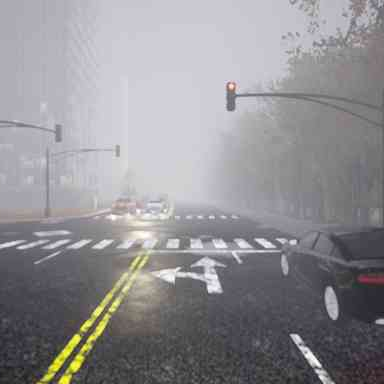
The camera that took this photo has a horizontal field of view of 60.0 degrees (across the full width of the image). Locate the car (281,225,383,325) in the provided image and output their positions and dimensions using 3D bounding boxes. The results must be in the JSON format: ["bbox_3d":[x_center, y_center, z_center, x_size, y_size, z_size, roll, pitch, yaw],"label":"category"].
[{"bbox_3d":[3.323,1.448,7.145,1.882,1.535,5.008,-3,-1,1],"label":"car"}]

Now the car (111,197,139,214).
[{"bbox_3d":[-7.331,1.390,35.966,2.097,1.767,4.553,0,0,-2],"label":"car"}]

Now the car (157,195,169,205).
[{"bbox_3d":[-4.557,1.578,46.565,1.812,1.442,4.674,0,0,-3],"label":"car"}]

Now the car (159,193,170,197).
[{"bbox_3d":[-5.607,1.305,65.162,2.150,2.045,5.566,0,0,-3],"label":"car"}]

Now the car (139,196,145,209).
[{"bbox_3d":[-7.726,1.614,45.065,1.994,1.385,4.181,0,0,-2],"label":"car"}]

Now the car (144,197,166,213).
[{"bbox_3d":[-4.131,1.566,37.473,1.812,1.442,4.674,0,0,-6],"label":"car"}]
